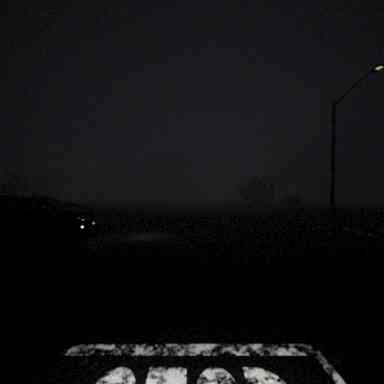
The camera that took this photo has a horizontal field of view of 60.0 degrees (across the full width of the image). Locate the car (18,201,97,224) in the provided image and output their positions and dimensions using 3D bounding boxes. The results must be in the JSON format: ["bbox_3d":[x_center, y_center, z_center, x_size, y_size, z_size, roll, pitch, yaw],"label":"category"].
[{"bbox_3d":[-9.530,1.437,23.782,4.892,1.490,1.837,1,1,0],"label":"car"}]

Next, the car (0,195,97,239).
[{"bbox_3d":[-7.732,1.197,16.771,5.566,2.045,2.150,0,0,0],"label":"car"}]
